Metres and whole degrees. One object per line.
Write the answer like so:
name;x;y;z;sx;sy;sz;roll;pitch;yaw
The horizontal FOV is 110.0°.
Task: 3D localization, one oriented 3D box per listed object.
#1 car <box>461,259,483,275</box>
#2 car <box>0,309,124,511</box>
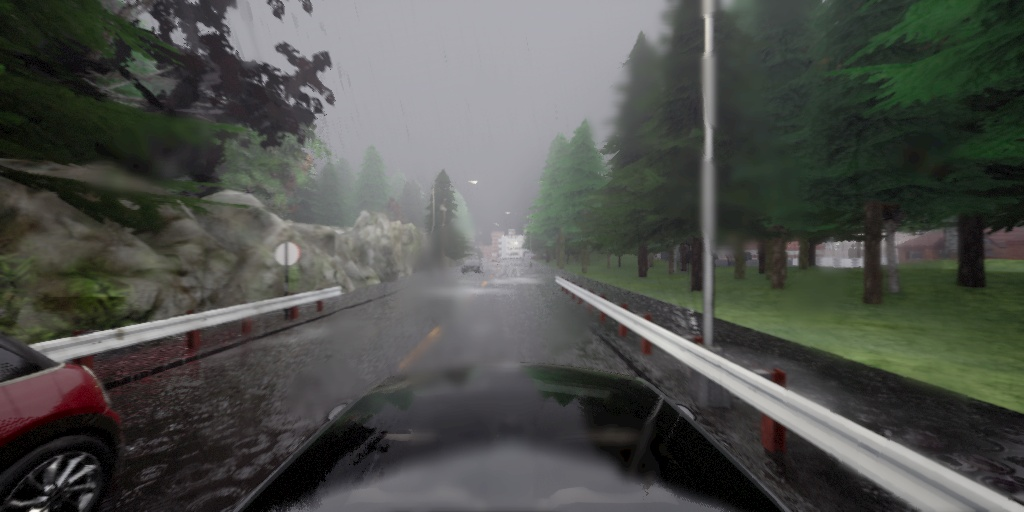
car;-3.991;1.061;36.463;1.837;1.490;4.892;0;0;0
car;-4.096;1.108;0.799;2.097;1.767;4.553;0;0;0
